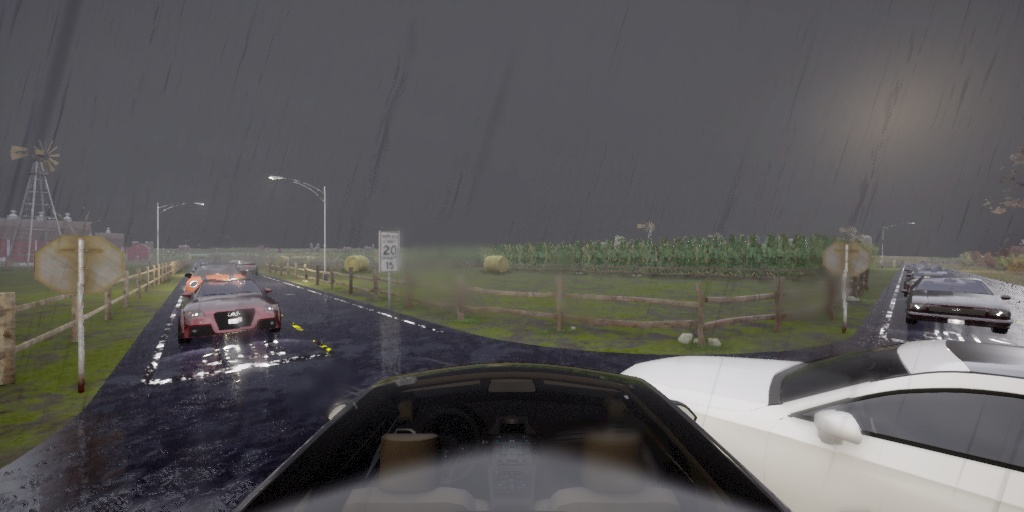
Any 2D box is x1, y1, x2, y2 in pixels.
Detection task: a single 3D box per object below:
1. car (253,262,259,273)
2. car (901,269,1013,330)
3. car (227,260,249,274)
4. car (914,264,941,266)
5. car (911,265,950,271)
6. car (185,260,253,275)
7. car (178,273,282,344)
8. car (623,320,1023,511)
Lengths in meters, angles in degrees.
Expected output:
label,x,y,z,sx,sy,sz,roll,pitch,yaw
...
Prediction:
label,x,y,z,sx,sy,sz,roll,pitch,yaw
car,-26.597,1.257,35.848,2.128,1.511,4.902,0,0,-41
car,13.635,1.334,11.181,5.357,1.411,2.033,0,1,-42
car,-33.237,1.273,43.378,1.837,1.490,4.892,0,0,-41
car,28.675,1.307,24.803,4.902,1.511,2.128,0,1,-42
car,21.039,1.363,17.892,4.181,1.385,1.994,0,1,-43
car,-13.542,1.129,16.475,2.097,1.767,4.553,0,0,-41
car,-7.837,1.349,9.930,1.994,1.385,4.181,0,0,-42
car,2.859,1.293,2.226,1.812,1.442,4.674,0,1,-43
